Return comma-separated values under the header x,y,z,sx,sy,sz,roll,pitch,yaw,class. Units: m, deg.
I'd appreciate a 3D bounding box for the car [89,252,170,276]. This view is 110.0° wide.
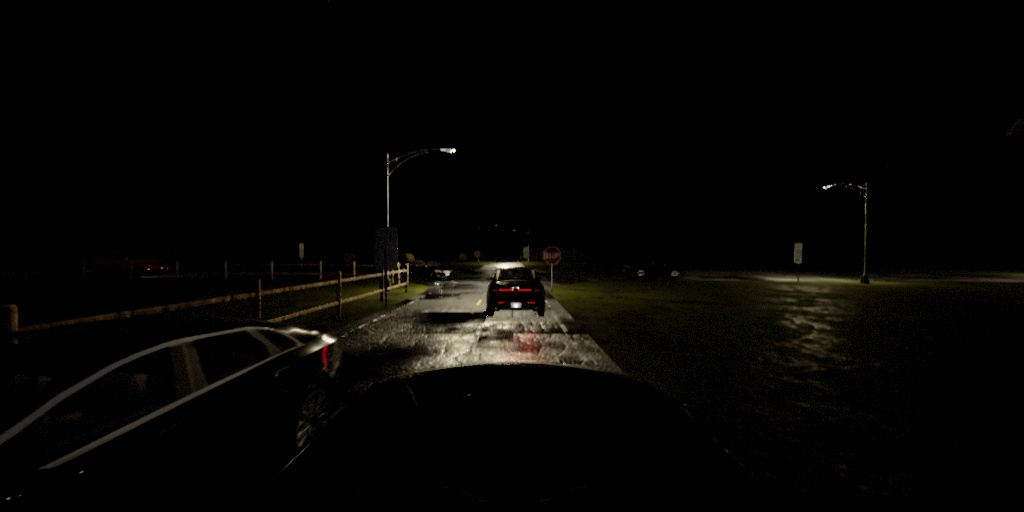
x,y,z,sx,sy,sz,roll,pitch,yaw,class
-33.466,0.668,31.454,5.566,2.045,2.150,0,1,0,car

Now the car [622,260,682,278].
x,y,z,sx,sy,sz,roll,pitch,yaw,class
12.164,1.082,31.166,5.008,1.535,1.882,0,0,-5,car

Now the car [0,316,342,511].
x,y,z,sx,sy,sz,roll,pitch,yaw,class
-2.851,1.238,2.136,2.128,1.511,4.902,0,0,0,car

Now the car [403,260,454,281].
x,y,z,sx,sy,sz,roll,pitch,yaw,class
-6.492,1.068,27.788,4.902,1.511,2.128,0,0,42,car

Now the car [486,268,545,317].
x,y,z,sx,sy,sz,roll,pitch,yaw,class
0.130,1.171,12.829,1.837,1.490,4.892,0,0,0,car
